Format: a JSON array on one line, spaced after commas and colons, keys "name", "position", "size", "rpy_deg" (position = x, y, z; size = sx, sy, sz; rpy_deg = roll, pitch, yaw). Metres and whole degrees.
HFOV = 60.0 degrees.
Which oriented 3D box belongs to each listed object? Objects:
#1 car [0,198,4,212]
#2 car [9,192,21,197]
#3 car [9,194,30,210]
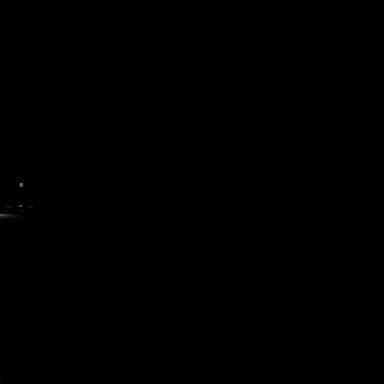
[{"name": "car", "position": [-22.008, 1.236, 36.713], "size": [1.837, 1.490, 4.892], "rpy_deg": [1, 0, -27]}, {"name": "car", "position": [-31.450, 0.740, 59.244], "size": [1.895, 1.301, 4.718], "rpy_deg": [1, 2, -33]}, {"name": "car", "position": [-21.820, 1.374, 42.346], "size": [1.837, 1.490, 4.892], "rpy_deg": [0, 2, -27]}]
